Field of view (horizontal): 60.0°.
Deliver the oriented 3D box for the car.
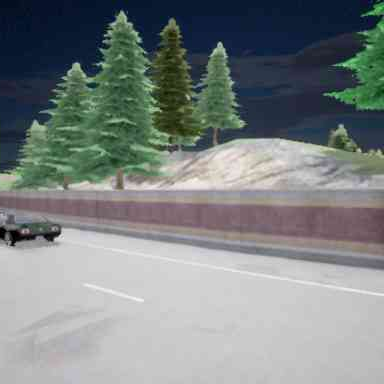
[{"bbox_3d":[-7.919,1.602,15.229,4.718,1.301,1.895,0,0,42],"label":"car"}]
